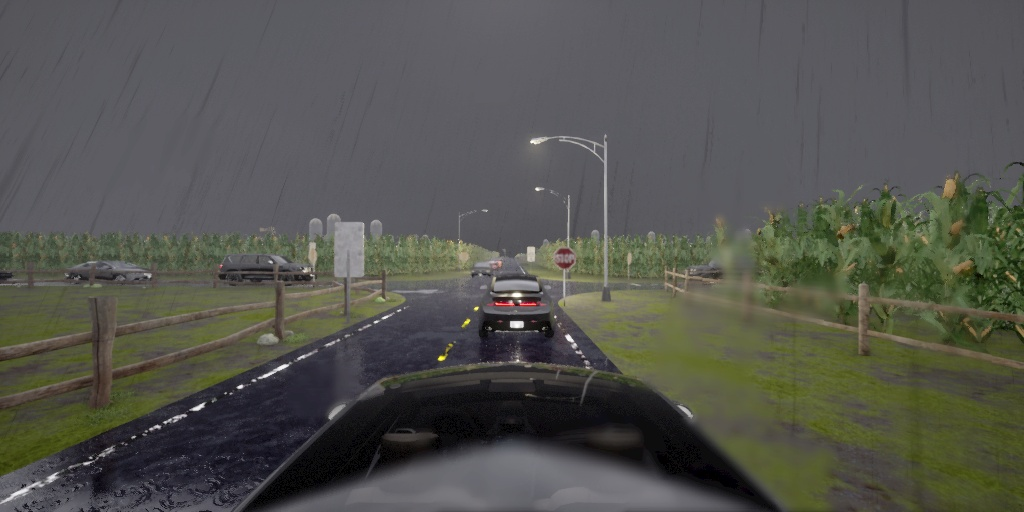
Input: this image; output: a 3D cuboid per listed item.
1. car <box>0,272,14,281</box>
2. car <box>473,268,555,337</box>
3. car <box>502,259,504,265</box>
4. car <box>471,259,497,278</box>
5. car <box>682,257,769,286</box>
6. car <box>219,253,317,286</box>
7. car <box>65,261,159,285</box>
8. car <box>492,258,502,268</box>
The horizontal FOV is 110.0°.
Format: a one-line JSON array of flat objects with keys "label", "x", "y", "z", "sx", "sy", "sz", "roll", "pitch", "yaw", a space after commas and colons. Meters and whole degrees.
[{"label": "car", "x": -36.151, "y": 1.141, "z": 23.575, "sx": 4.718, "sy": 1.301, "sz": 1.895, "roll": 0, "pitch": -1, "yaw": 1}, {"label": "car", "x": 0.111, "y": 1.255, "z": 10.283, "sx": 1.837, "sy": 1.490, "sz": 4.892, "roll": 0, "pitch": 0, "yaw": 0}, {"label": "car", "x": -2.722, "y": 1.073, "z": 59.050, "sx": 2.097, "sy": 1.767, "sz": 4.553, "roll": 0, "pitch": 0, "yaw": 0}, {"label": "car", "x": -2.795, "y": 1.288, "z": 34.374, "sx": 2.033, "sy": 1.411, "sz": 5.357, "roll": 0, "pitch": 0, "yaw": 0}, {"label": "car", "x": 15.389, "y": 1.092, "z": 25.925, "sx": 5.566, "sy": 2.045, "sz": 2.150, "roll": 0, "pitch": -1, "yaw": 1}, {"label": "car", "x": -15.823, "y": 0.869, "z": 23.357, "sx": 5.566, "sy": 2.045, "sz": 2.150, "roll": 0, "pitch": -1, "yaw": 0}, {"label": "car", "x": -26.034, "y": 1.084, "z": 23.454, "sx": 4.902, "sy": 1.511, "sz": 2.128, "roll": 0, "pitch": -1, "yaw": 1}, {"label": "car", "x": -2.765, "y": 1.295, "z": 46.778, "sx": 1.994, "sy": 1.385, "sz": 4.181, "roll": 0, "pitch": 0, "yaw": 0}]
